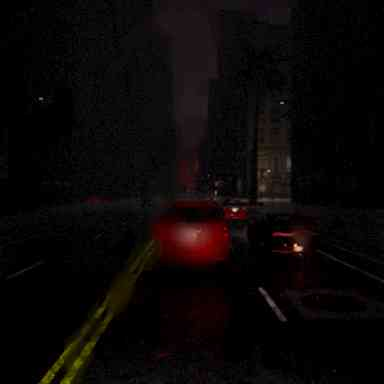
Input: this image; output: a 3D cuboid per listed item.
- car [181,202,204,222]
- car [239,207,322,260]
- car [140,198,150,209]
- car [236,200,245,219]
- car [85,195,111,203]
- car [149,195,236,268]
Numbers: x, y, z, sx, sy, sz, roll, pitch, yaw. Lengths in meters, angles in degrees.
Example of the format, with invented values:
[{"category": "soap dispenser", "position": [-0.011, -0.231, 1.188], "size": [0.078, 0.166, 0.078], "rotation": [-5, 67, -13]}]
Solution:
[{"category": "car", "position": [0.047, 1.618, 28.375], "size": [1.812, 1.442, 4.674], "rotation": [0, 0, 1]}, {"category": "car", "position": [3.289, 1.534, 12.622], "size": [2.128, 1.511, 4.902], "rotation": [0, 0, 1]}, {"category": "car", "position": [-6.592, 1.653, 49.706], "size": [1.837, 1.490, 4.892], "rotation": [0, 0, 0]}, {"category": "car", "position": [3.287, 1.441, 27.545], "size": [2.097, 1.767, 4.553], "rotation": [0, 0, 1]}, {"category": "car", "position": [-23.853, 2.069, 84.215], "size": [4.829, 1.417, 1.752], "rotation": [-1, 1, 0]}, {"category": "car", "position": [0.028, 1.262, 11.515], "size": [2.150, 2.045, 5.566], "rotation": [0, 0, 0]}]
